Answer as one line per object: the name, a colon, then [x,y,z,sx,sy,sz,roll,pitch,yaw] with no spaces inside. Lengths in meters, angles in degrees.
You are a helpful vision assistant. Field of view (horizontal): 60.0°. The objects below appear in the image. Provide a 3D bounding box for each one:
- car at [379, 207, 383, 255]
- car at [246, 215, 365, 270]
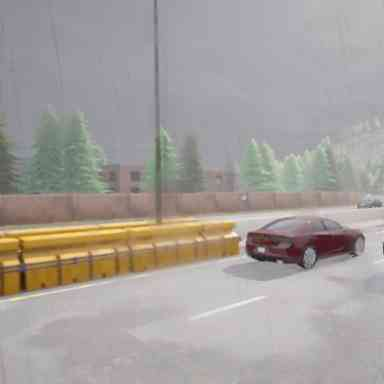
car: [7.801,1.210,9.916,5.566,2.045,2.150,-1,-1,-38]
car: [4.033,1.542,11.425,5.008,1.535,1.882,-1,-1,-38]
